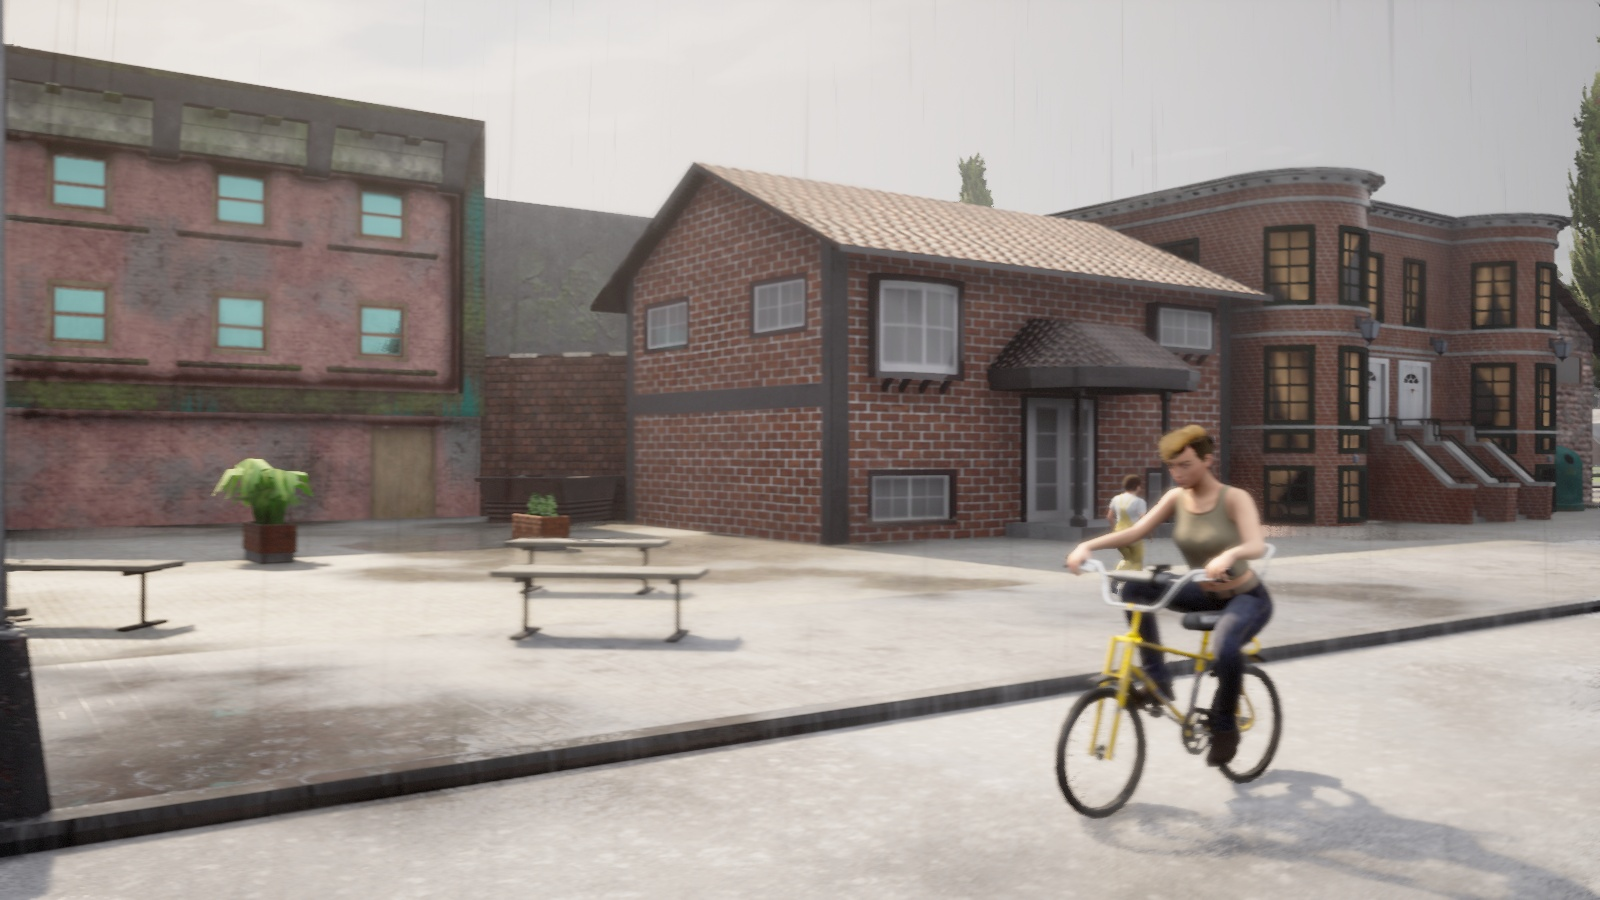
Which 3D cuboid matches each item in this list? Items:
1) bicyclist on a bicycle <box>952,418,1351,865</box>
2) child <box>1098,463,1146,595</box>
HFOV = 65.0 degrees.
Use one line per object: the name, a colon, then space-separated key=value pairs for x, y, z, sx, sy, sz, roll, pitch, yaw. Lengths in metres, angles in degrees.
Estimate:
bicyclist on a bicycle: x=1.501 y=0.691 z=5.319 sx=1.509 sy=1.612 sz=0.866 roll=0 pitch=0 yaw=-35
child: x=3.147 y=0.758 z=12.269 sx=0.437 sy=1.263 sz=0.270 roll=0 pitch=0 yaw=-44
